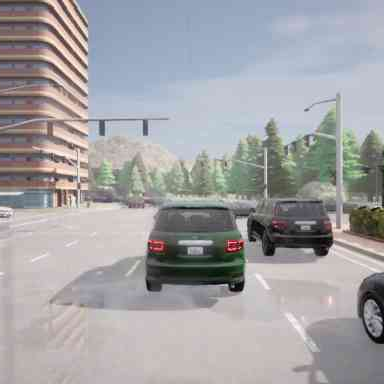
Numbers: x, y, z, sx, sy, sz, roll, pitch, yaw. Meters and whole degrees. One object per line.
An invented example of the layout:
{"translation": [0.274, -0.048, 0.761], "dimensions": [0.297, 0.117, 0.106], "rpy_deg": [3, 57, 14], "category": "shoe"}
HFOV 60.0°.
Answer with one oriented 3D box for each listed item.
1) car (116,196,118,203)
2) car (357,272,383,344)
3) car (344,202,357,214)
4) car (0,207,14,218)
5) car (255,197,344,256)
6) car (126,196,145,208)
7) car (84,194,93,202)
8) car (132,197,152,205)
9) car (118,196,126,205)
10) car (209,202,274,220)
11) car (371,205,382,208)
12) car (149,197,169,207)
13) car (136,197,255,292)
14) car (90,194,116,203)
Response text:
{"translation": [-15.128, 1.553, 68.731], "dimensions": [4.181, 1.385, 1.994], "rpy_deg": [0, 0, 45], "category": "car"}
{"translation": [3.608, 1.505, 3.515], "dimensions": [1.837, 1.490, 4.892], "rpy_deg": [0, 0, 0], "category": "car"}
{"translation": [14.956, 1.603, 35.793], "dimensions": [5.357, 1.411, 2.033], "rpy_deg": [0, 0, 4], "category": "car"}
{"translation": [-18.033, 1.581, 28.976], "dimensions": [4.674, 1.442, 1.812], "rpy_deg": [0, 0, 0], "category": "car"}
{"translation": [3.614, 1.221, 13.212], "dimensions": [2.150, 2.045, 5.566], "rpy_deg": [0, 0, 0], "category": "car"}
{"translation": [-7.922, 1.352, 47.258], "dimensions": [2.097, 1.767, 4.553], "rpy_deg": [0, 0, -13], "category": "car"}
{"translation": [-23.803, 1.524, 75.107], "dimensions": [4.674, 1.442, 1.812], "rpy_deg": [0, 0, 31], "category": "car"}
{"translation": [-9.232, 1.601, 60.831], "dimensions": [1.895, 1.301, 4.718], "rpy_deg": [0, 0, -31], "category": "car"}
{"translation": [-10.514, 1.505, 55.673], "dimensions": [1.837, 1.490, 4.892], "rpy_deg": [0, 0, -26], "category": "car"}
{"translation": [4.190, 1.585, 28.711], "dimensions": [5.357, 1.411, 2.033], "rpy_deg": [0, 0, 0], "category": "car"}
{"translation": [19.221, 1.656, 32.270], "dimensions": [4.718, 1.301, 1.895], "rpy_deg": [0, 0, 1], "category": "car"}
{"translation": [-5.307, 1.547, 52.079], "dimensions": [2.033, 1.411, 5.357], "rpy_deg": [0, 0, -18], "category": "car"}
{"translation": [0.087, 1.221, 9.077], "dimensions": [2.150, 2.045, 5.566], "rpy_deg": [0, 0, 0], "category": "car"}
{"translation": [-17.819, 1.601, 66.395], "dimensions": [1.895, 1.301, 4.718], "rpy_deg": [0, 0, -44], "category": "car"}
